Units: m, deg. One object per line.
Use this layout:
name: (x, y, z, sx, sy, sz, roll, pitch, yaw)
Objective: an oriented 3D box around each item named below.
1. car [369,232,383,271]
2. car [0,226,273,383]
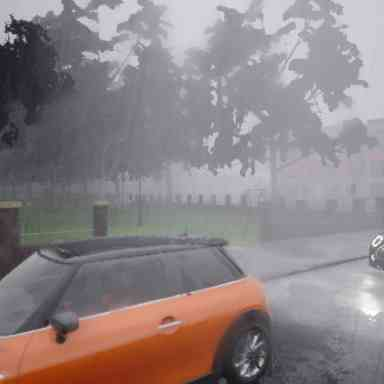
car: (7.134, 1.354, 9.667, 4.553, 1.767, 2.097, 0, 0, -35)
car: (-1.232, 1.352, 3.723, 4.553, 1.767, 2.097, 0, 0, -35)
